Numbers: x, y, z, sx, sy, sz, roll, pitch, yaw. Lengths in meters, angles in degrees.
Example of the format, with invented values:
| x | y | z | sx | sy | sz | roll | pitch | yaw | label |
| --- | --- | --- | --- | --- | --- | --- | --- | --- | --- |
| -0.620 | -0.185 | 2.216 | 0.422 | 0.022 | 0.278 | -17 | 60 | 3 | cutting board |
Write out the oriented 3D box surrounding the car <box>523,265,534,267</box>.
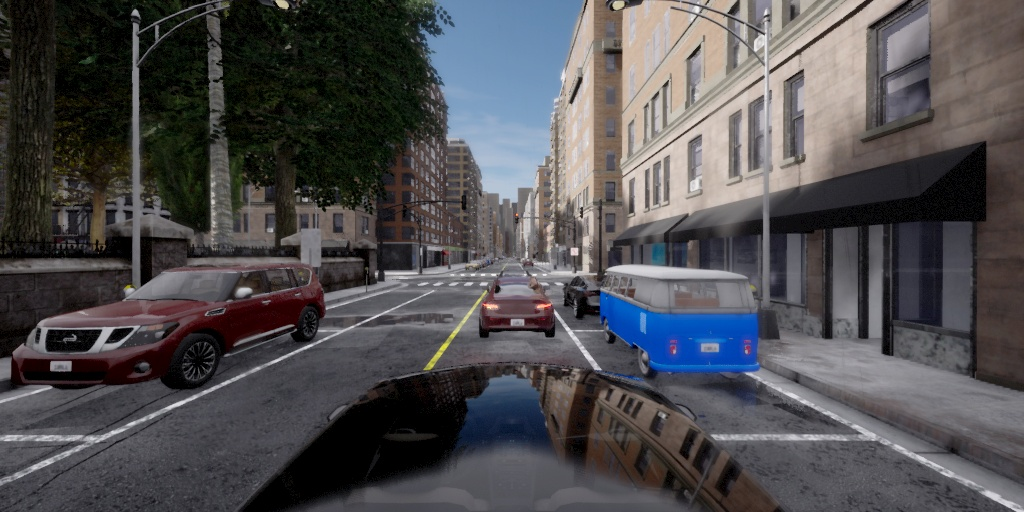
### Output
| x | y | z | sx | sy | sz | roll | pitch | yaw | label |
| --- | --- | --- | --- | --- | --- | --- | --- | --- | --- |
| 0.119 | 1.345 | 18.896 | 1.895 | 1.301 | 4.718 | 0 | 0 | -1 | car |

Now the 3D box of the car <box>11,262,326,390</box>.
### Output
| x | y | z | sx | sy | sz | roll | pitch | yaw | label |
| --- | --- | --- | --- | --- | --- | --- | --- | --- | --- |
| -5.655 | 1.064 | 7.014 | 2.192 | 1.841 | 5.009 | 0 | 0 | 0 | car |

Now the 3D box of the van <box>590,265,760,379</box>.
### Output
| x | y | z | sx | sy | sz | roll | pitch | yaw | label |
| --- | --- | --- | --- | --- | --- | --- | --- | --- | --- |
| 2.870 | 1.090 | 7.033 | 1.690 | 1.789 | 3.998 | 0 | 0 | 0 | van |

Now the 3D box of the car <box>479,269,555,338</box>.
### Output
| x | y | z | sx | sy | sz | roll | pitch | yaw | label |
| --- | --- | --- | --- | --- | --- | --- | --- | --- | --- |
| 0.126 | 1.274 | 10.074 | 1.812 | 1.442 | 4.674 | 0 | 0 | 0 | car |

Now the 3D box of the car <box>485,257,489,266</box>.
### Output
| x | y | z | sx | sy | sz | roll | pitch | yaw | label |
| --- | --- | --- | --- | --- | --- | --- | --- | --- | --- |
| -5.517 | 1.265 | 61.605 | 1.888 | 1.381 | 4.507 | 0 | 0 | 0 | car |

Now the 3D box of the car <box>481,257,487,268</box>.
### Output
| x | y | z | sx | sy | sz | roll | pitch | yaw | label |
| --- | --- | --- | --- | --- | --- | --- | --- | --- | --- |
| -5.530 | 1.271 | 56.153 | 2.007 | 1.370 | 4.403 | 0 | 0 | 0 | car |

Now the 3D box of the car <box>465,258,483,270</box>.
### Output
| x | y | z | sx | sy | sz | roll | pitch | yaw | label |
| --- | --- | --- | --- | --- | --- | --- | --- | --- | --- |
| -5.545 | 1.247 | 50.533 | 1.751 | 1.417 | 4.829 | 0 | 0 | 0 | car |

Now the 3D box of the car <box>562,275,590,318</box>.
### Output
| x | y | z | sx | sy | sz | roll | pitch | yaw | label |
| --- | --- | --- | --- | --- | --- | --- | --- | --- | --- |
| 2.884 | 1.313 | 12.693 | 1.948 | 1.339 | 4.313 | 0 | 0 | 0 | car |
